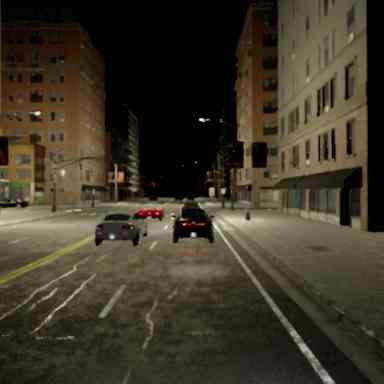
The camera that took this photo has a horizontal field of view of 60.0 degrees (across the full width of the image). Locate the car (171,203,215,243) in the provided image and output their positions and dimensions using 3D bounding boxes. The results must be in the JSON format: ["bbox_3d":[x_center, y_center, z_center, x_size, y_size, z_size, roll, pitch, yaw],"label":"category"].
[{"bbox_3d":[0.060,1.529,16.266,1.837,1.490,4.892,0,0,0],"label":"car"}]

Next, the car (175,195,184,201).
[{"bbox_3d":[-3.480,1.632,87.514,1.812,1.442,4.674,0,0,0],"label":"car"}]

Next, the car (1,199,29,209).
[{"bbox_3d":[-25.497,1.678,47.309,4.313,1.339,1.947,0,0,0],"label":"car"}]

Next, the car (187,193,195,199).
[{"bbox_3d":[-0.229,1.603,87.106,1.837,1.490,4.892,0,0,0],"label":"car"}]

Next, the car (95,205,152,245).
[{"bbox_3d":[-3.190,1.553,15.532,1.812,1.442,4.674,0,0,0],"label":"car"}]

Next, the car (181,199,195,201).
[{"bbox_3d":[-0.066,1.563,26.376,1.812,1.442,4.674,0,0,0],"label":"car"}]

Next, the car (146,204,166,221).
[{"bbox_3d":[-3.219,1.644,27.345,1.895,1.301,4.718,0,0,0],"label":"car"}]

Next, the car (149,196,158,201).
[{"bbox_3d":[-9.974,1.708,85.416,1.895,1.301,4.718,0,0,0],"label":"car"}]
